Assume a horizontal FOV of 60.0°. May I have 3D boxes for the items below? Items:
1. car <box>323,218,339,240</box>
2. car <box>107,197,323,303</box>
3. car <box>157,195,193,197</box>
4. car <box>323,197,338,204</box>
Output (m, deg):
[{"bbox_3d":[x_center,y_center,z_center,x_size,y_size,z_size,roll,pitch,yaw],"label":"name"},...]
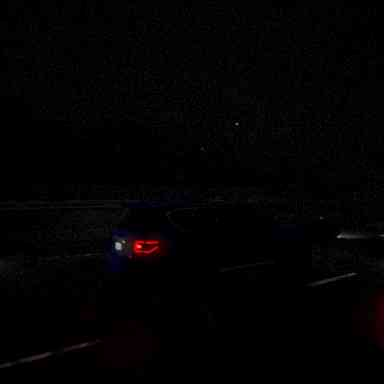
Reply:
[{"bbox_3d":[5.255,1.606,16.096,4.181,1.385,1.994,0,0,-36],"label":"car"},{"bbox_3d":[0.658,1.234,8.502,5.566,2.045,2.150,0,0,-35],"label":"car"},{"bbox_3d":[-2.173,1.269,28.238,5.566,2.045,2.150,1,0,-35],"label":"car"},{"bbox_3d":[13.712,1.461,35.184,4.553,1.767,2.097,0,0,-35],"label":"car"}]
